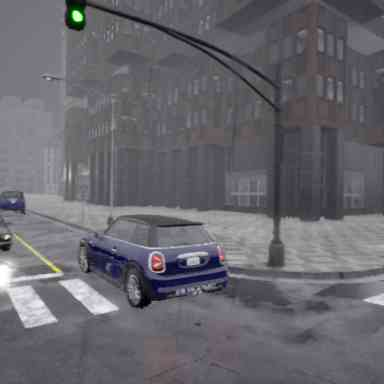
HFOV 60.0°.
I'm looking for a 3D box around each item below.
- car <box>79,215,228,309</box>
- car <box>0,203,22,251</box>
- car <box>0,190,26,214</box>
[{"bbox_3d":[-1.201,1.340,8.285,2.097,1.767,4.553,1,1,-35],"label":"car"},{"bbox_3d":[-8.199,1.365,12.776,2.033,1.411,5.357,1,0,-35],"label":"car"},{"bbox_3d":[-16.167,0.862,29.336,2.150,2.045,5.566,1,0,-35],"label":"car"}]
